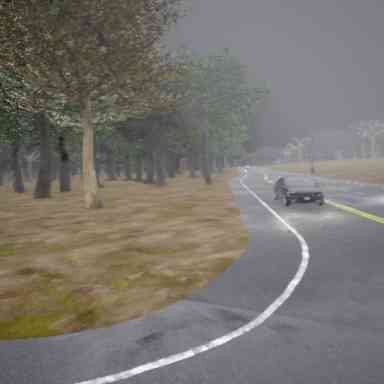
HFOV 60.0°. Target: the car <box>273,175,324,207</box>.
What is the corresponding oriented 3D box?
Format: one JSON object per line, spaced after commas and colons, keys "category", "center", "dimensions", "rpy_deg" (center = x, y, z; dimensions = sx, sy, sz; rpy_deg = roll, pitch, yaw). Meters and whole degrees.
{"category": "car", "center": [5.656, -0.160, 18.173], "dimensions": [1.882, 1.535, 5.008], "rpy_deg": [-1, 5, 5]}
